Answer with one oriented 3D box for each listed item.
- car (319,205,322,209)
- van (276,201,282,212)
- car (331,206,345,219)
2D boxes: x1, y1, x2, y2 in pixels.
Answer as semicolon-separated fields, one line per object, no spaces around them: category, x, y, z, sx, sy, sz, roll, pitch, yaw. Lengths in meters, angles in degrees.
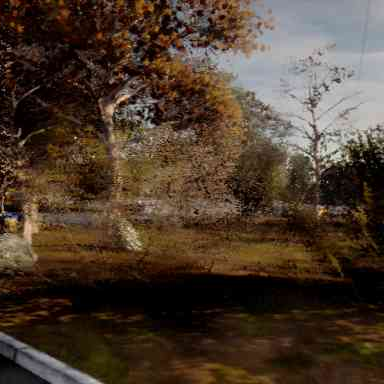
car;15.199;2.346;40.158;1.946;1.575;5.366;0;0;35
van;10.636;2.139;43.321;1.878;1.987;4.442;0;0;35
car;17.335;2.371;38.375;2.163;1.488;4.792;0;0;35
